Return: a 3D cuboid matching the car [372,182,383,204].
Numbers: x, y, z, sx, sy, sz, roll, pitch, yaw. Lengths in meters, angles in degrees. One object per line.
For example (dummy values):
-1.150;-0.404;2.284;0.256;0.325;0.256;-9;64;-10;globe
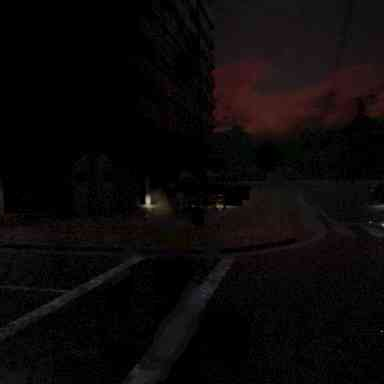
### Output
14.431;0.025;24.192;1.812;1.442;4.674;-1;3;17;car
